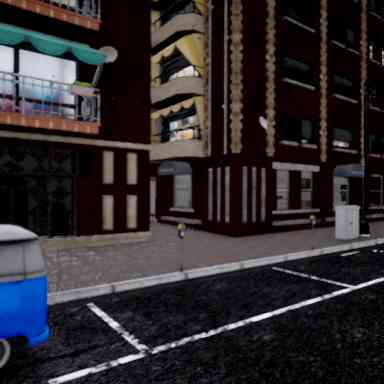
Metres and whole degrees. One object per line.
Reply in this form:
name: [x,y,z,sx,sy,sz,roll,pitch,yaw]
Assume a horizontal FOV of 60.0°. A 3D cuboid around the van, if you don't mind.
van: [-3.785,1.340,3.853,3.998,1.788,1.690,0,0,-35]
